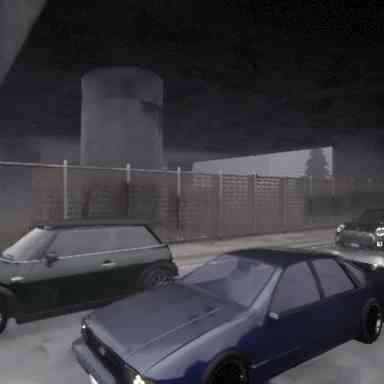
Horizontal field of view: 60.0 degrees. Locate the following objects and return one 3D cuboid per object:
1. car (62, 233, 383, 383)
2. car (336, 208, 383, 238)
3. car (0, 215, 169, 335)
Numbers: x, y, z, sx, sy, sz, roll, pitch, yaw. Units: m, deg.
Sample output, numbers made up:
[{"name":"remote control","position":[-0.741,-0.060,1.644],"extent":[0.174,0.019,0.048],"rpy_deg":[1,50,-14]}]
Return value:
[{"name":"car","position":[1.154,1.587,4.972],"extent":[5.357,1.411,2.033],"rpy_deg":[1,0,-36]},{"name":"car","position":[8.165,1.506,14.259],"extent":[4.553,1.767,2.097],"rpy_deg":[1,0,-36]},{"name":"car","position":[-2.530,1.370,6.490],"extent":[4.553,1.767,2.097],"rpy_deg":[1,0,-36]}]
